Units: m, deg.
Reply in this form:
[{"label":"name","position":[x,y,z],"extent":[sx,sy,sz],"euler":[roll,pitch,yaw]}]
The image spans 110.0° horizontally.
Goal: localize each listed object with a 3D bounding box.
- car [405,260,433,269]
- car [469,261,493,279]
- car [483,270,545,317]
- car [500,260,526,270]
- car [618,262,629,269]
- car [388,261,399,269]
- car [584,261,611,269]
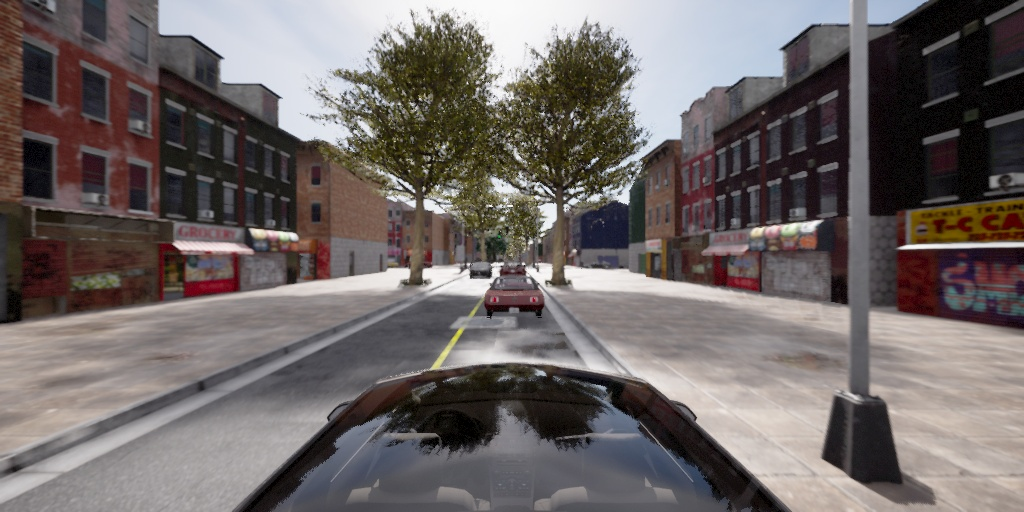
[{"label":"car","position":[-15.095,1.357,58.309],"extent":[4.507,1.381,1.888],"euler":[0,0,0]},{"label":"car","position":[-2.851,1.263,33.711],"extent":[1.882,1.535,5.008],"euler":[0,0,0]},{"label":"car","position":[0.079,1.364,13.144],"extent":[1.895,1.301,4.718],"euler":[0,0,0]},{"label":"car","position":[0.073,1.134,29.070],"extent":[2.097,1.767,4.553],"euler":[0,0,0]},{"label":"car","position":[19.609,1.496,58.526],"extent":[4.313,1.339,1.948],"euler":[0,0,0]},{"label":"car","position":[-20.944,1.324,58.273],"extent":[4.829,1.417,1.751],"euler":[0,0,0]},{"label":"car","position":[13.934,1.457,58.490],"extent":[4.403,1.370,2.007],"euler":[0,0,0]}]
